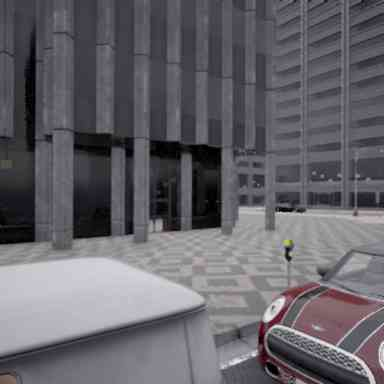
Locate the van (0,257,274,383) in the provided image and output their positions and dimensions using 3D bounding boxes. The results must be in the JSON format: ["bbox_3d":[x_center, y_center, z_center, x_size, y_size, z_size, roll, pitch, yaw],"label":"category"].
[{"bbox_3d":[-1.695,1.337,1.320,3.998,1.788,1.690,0,0,-35],"label":"van"}]

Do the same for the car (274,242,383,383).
[{"bbox_3d":[2.783,1.463,4.491,4.097,1.590,1.967,0,0,-35],"label":"car"}]

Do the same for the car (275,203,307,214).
[{"bbox_3d":[13.966,2.313,47.547,1.882,1.535,5.008,0,-1,-35],"label":"car"}]
